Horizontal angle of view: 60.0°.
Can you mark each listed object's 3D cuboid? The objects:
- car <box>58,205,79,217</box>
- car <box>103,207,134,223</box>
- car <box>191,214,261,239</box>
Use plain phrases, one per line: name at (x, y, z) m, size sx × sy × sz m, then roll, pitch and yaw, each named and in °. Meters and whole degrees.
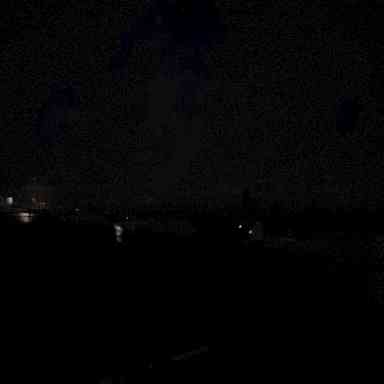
car at (-18.580, 2.746, 50.012) m, size 2.097 × 1.767 × 4.553 m, roll -3°, pitch 0°, yaw -35°
car at (-7.746, 2.370, 34.555) m, size 1.837 × 1.490 × 4.892 m, roll -3°, pitch 0°, yaw -35°
car at (2.038, 2.036, 20.760) m, size 1.895 × 1.301 × 4.718 m, roll -3°, pitch 0°, yaw -36°
